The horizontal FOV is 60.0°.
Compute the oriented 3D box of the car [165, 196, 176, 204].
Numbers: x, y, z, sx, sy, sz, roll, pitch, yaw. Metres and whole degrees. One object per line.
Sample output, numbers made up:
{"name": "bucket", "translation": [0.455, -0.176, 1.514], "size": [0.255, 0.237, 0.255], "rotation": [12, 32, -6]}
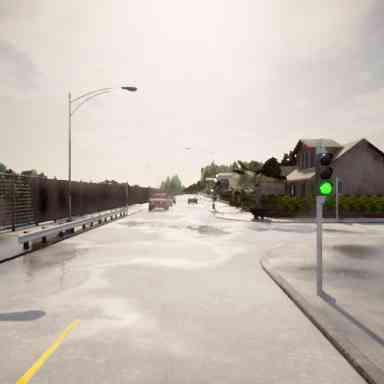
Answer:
{"name": "car", "translation": [-4.032, 1.528, 63.482], "size": [1.837, 1.490, 4.892], "rotation": [0, 0, 1]}

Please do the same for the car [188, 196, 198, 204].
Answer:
{"name": "car", "translation": [0.117, 1.514, 64.540], "size": [2.128, 1.511, 4.902], "rotation": [0, 0, 0]}

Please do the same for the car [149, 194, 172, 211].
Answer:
{"name": "car", "translation": [-4.077, 1.236, 41.617], "size": [2.150, 2.045, 5.566], "rotation": [0, 0, 0]}

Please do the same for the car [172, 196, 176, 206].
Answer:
{"name": "car", "translation": [-4.073, 1.370, 51.457], "size": [2.097, 1.767, 4.553], "rotation": [0, 0, 0]}
